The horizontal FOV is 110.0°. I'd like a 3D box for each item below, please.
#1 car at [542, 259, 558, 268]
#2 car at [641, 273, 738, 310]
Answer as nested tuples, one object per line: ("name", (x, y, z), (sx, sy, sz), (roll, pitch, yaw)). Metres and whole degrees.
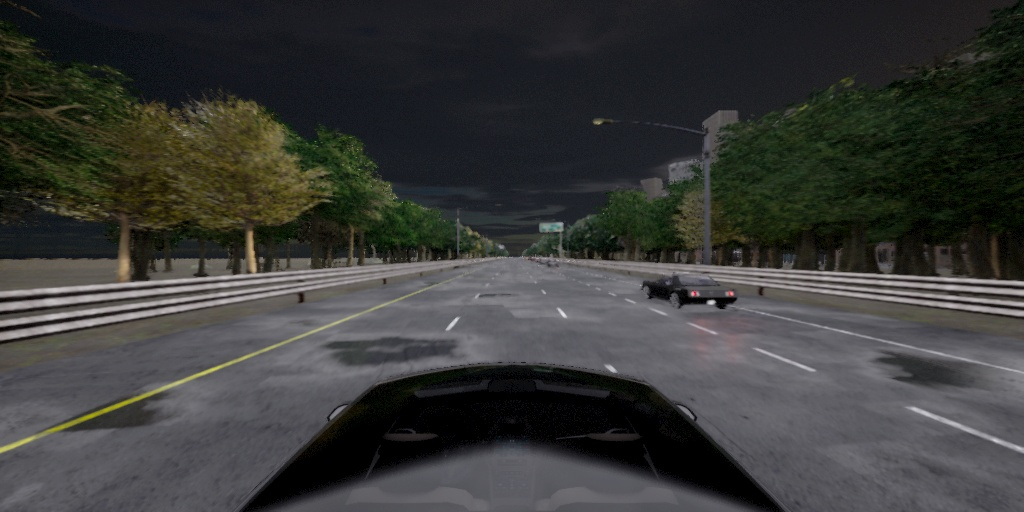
("car", (7.226, 1.311, 64.734), (2.128, 1.511, 4.902), (0, 0, 0))
("car", (7.010, 1.358, 14.840), (1.895, 1.301, 4.718), (0, 0, 0))
